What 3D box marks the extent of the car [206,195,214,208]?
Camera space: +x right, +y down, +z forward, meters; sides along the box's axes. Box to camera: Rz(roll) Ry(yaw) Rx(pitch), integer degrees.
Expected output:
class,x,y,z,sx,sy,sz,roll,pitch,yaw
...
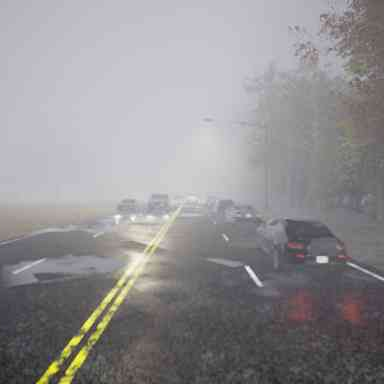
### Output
class,x,y,z,sx,sy,sz,roll,pitch,yaw
car,3.259,1.349,43.642,2.128,1.511,4.902,1,-1,0

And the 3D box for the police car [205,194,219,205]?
class,x,y,z,sx,sy,sz,roll,pitch,yaw
police car,3.273,1.257,54.753,1.930,1.638,5.238,1,-1,0

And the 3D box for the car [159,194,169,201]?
class,x,y,z,sx,sy,sz,roll,pitch,yaw
car,-6.484,1.178,76.346,1.837,1.490,4.892,0,0,0

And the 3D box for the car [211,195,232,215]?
class,x,y,z,sx,sy,sz,roll,pitch,yaw
car,3.241,1.374,32.634,1.882,1.535,5.008,-1,0,0

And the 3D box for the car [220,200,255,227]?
class,x,y,z,sx,sy,sz,roll,pitch,yaw
car,3.259,1.457,21.670,2.033,1.411,5.357,1,-1,0

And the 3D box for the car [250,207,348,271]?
class,x,y,z,sx,sy,sz,roll,pitch,yaw
car,3.260,1.470,10.626,1.812,1.442,4.674,1,1,0

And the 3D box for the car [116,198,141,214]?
class,x,y,z,sx,sy,sz,roll,pitch,yaw
car,-6.586,1.386,34.818,1.882,1.535,5.008,0,0,0

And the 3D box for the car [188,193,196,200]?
class,x,y,z,sx,sy,sz,roll,pitch,yaw
car,0.012,1.102,83.808,1.882,1.535,5.008,0,0,0

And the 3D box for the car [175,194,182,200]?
class,x,y,z,sx,sy,sz,roll,pitch,yaw
car,-3.234,1.230,76.345,1.994,1.385,4.181,0,0,0

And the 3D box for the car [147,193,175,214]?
class,x,y,z,sx,sy,sz,roll,pitch,yaw
car,-3.338,1.130,34.832,2.150,2.045,5.566,0,0,0

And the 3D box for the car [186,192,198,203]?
class,x,y,z,sx,sy,sz,roll,pitch,yaw
car,0.005,1.077,64.245,2.150,2.045,5.566,0,0,0
